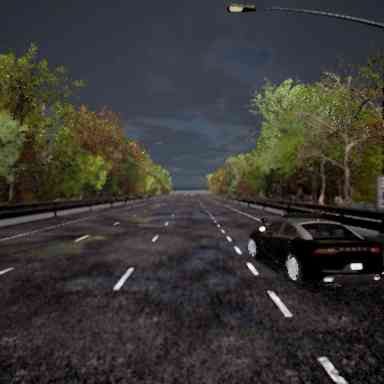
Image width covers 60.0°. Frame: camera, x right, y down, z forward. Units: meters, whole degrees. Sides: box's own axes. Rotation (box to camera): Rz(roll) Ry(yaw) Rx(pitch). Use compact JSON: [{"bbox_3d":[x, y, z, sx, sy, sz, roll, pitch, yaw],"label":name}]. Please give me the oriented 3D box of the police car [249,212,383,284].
[{"bbox_3d":[3.150,1.411,9.730,1.930,1.638,5.238,1,0,-9],"label":"police car"}]
